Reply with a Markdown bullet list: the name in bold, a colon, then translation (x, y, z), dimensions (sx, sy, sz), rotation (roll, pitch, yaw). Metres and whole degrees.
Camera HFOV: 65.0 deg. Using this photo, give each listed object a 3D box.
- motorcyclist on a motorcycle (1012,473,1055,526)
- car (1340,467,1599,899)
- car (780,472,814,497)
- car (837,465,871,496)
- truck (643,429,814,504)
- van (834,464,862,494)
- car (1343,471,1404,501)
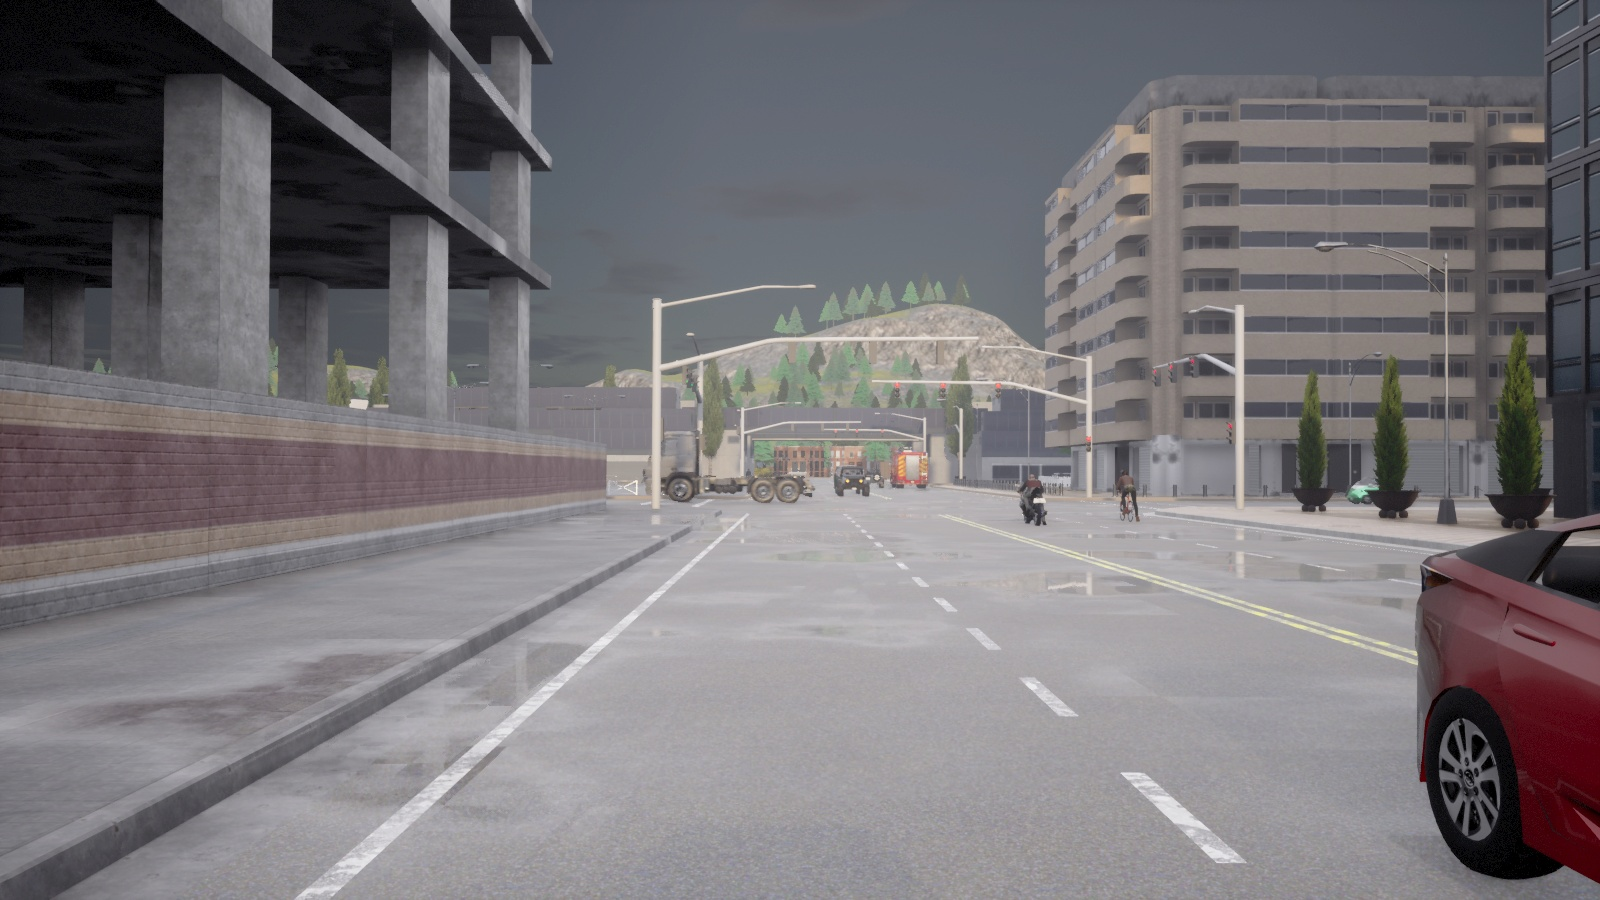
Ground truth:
- **motorcyclist on a motorcycle**: translation (6.914, 1.446, 37.268), dimensions (0.866, 1.530, 2.191), rotation (0, -1, 0)
- **car**: translation (3.492, 0.806, 3.505), dimensions (2.007, 1.525, 4.514), rotation (0, -1, 0)
- **car**: translation (-0.174, 2.047, 75.606), dimensions (1.970, 1.475, 3.806), rotation (0, -1, 0)
- **car**: translation (3.317, 1.907, 78.188), dimensions (1.905, 1.878, 3.866), rotation (0, -1, 0)
- **truck**: translation (-3.325, 0.801, 59.620), dimensions (7.936, 3.462, 2.891), rotation (0, -1, -1)
- **van**: translation (3.299, 2.005, 86.597), dimensions (1.775, 1.987, 4.442), rotation (0, -1, 0)
- **car**: translation (27.418, 1.711, 60.079), dimensions (2.207, 1.376, 1.481), rotation (0, -1, 0)
